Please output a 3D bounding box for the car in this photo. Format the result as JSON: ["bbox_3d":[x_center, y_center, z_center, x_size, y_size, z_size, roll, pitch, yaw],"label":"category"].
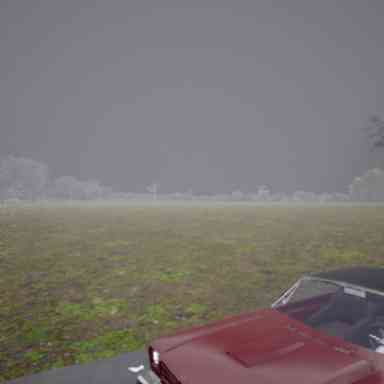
[{"bbox_3d":[1.863,1.626,3.635,4.718,1.301,1.895,0,-1,-31],"label":"car"}]
